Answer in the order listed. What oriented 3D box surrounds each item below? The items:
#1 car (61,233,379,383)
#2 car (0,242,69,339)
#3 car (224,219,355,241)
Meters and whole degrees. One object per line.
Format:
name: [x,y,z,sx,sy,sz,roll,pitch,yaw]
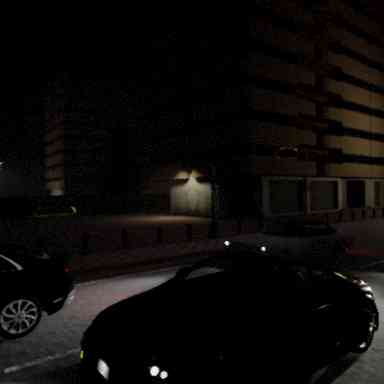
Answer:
car: [0.709,1.571,4.527,4.181,1.385,1.994,-1,0,-36]
car: [-4.372,1.590,5.123,4.892,1.490,1.837,-1,0,-37]
car: [3.204,1.586,10.723,4.718,1.301,1.895,-1,0,-36]
